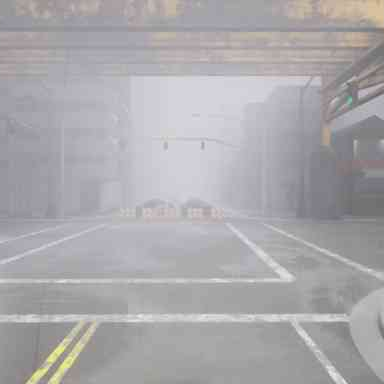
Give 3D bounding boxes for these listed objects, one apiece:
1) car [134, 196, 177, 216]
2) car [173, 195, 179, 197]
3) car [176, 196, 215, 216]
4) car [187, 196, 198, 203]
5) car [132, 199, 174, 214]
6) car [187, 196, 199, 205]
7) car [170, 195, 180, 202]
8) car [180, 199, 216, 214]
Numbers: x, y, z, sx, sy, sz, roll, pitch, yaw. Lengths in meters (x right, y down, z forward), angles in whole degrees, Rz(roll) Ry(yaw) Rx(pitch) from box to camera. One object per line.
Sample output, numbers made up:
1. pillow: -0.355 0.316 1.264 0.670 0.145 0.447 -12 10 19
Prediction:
1. car: -3.648 1.452 31.485 2.038 1.542 4.974 0 0 25
2. car: -3.289 1.452 66.296 2.038 1.542 4.974 0 0 0
3. car: 0.513 1.452 31.178 2.038 1.542 4.974 0 0 -20
4. car: 0.142 1.295 57.826 1.853 1.218 4.536 0 0 0
5. car: -3.626 1.295 31.533 1.853 1.218 4.536 0 0 25
6. car: 0.142 1.452 57.775 2.038 1.542 4.974 0 0 0
7. car: -3.290 1.295 66.348 1.853 1.218 4.536 0 0 0
8. car: 0.494 1.295 31.227 1.853 1.218 4.536 0 0 -20
